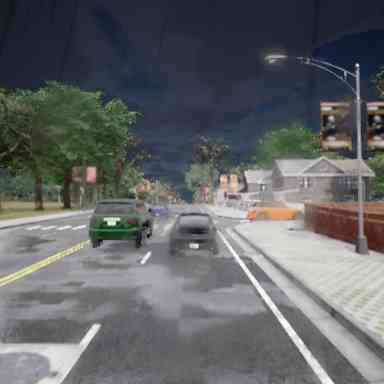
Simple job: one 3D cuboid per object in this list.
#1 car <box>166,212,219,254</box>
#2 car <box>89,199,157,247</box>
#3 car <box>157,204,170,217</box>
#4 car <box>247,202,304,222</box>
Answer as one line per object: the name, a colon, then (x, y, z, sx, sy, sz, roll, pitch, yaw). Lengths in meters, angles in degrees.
car: (0.083, 1.626, 13.991, 1.837, 1.490, 4.892, 0, 0, 0)
car: (-3.166, 1.358, 15.801, 2.150, 2.045, 5.566, 0, -1, 0)
car: (-3.174, 1.931, 33.134, 1.812, 1.442, 4.674, 0, 0, 0)
car: (6.908, 1.576, 27.187, 4.553, 1.767, 2.097, 0, -2, -10)
